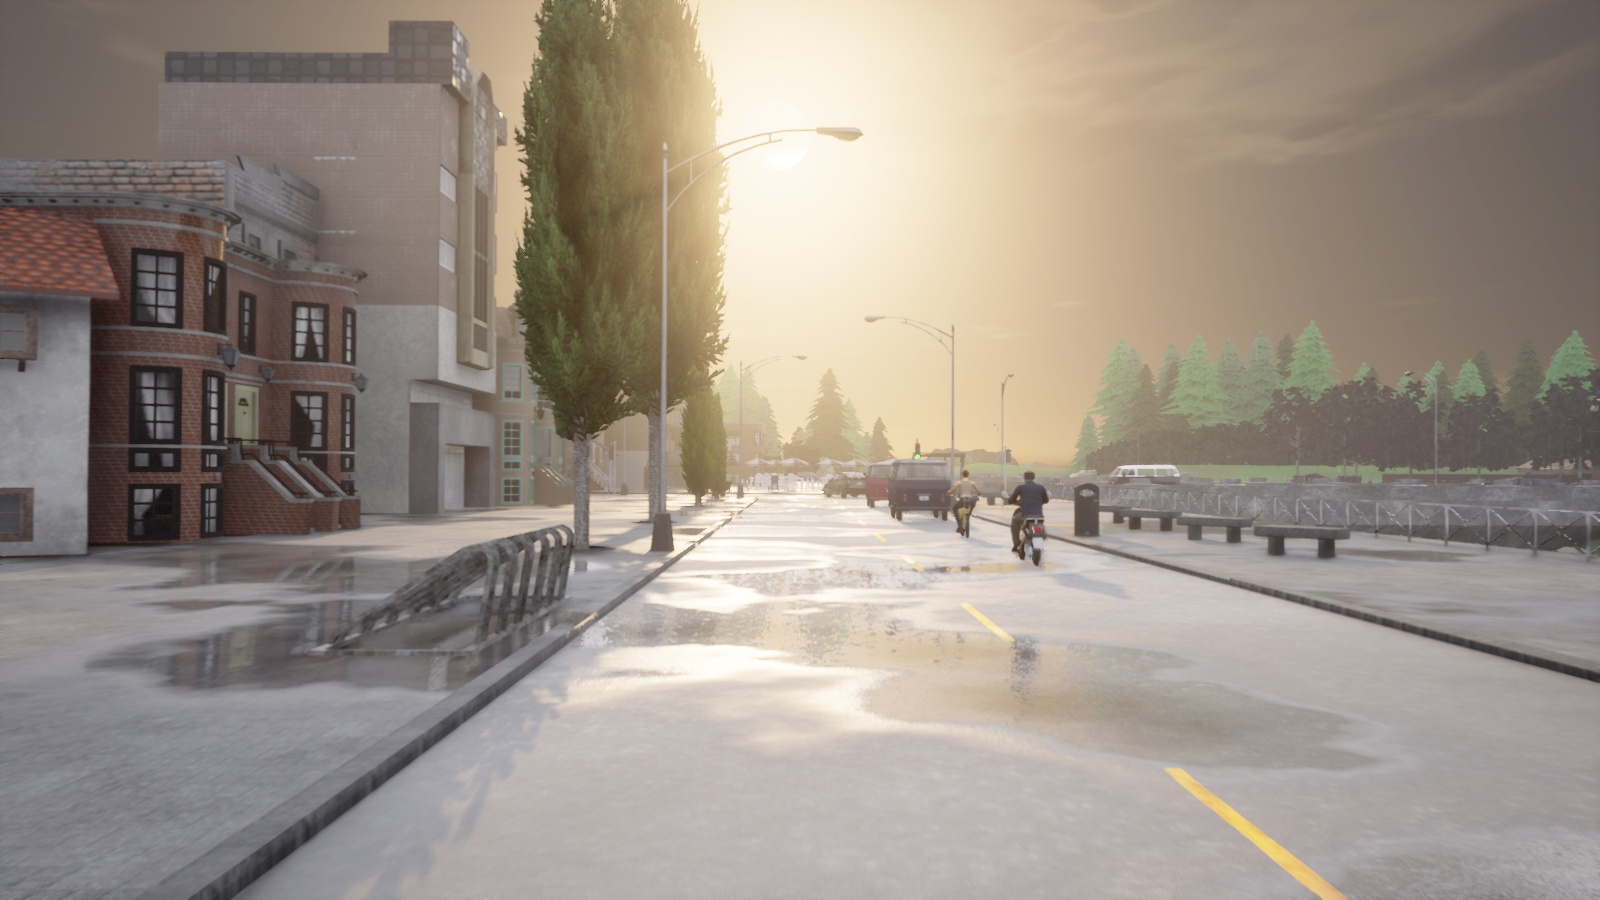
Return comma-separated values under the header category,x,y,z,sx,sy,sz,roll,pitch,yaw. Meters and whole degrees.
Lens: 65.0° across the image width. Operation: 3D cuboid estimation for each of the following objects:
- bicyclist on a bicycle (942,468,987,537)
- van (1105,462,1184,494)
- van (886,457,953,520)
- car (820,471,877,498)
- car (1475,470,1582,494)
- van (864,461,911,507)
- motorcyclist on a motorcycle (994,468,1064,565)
category,x,y,z,sx,sy,sz,roll,pitch,yaw
bicyclist on a bicycle,3.916,1.238,29.992,0.866,1.612,1.509,0,-1,0
van,22.219,1.807,81.095,4.480,2.038,2.069,0,-1,0
van,3.890,1.248,41.589,1.775,1.987,4.442,0,-1,0
car,2.806,1.987,73.903,2.007,1.525,4.514,0,-1,-16
car,44.760,1.975,77.193,5.357,1.411,2.033,0,-1,1
van,3.853,1.486,55.819,1.775,1.987,4.442,0,-1,0
motorcyclist on a motorcycle,3.942,1.116,21.729,0.866,1.590,1.817,0,-1,0
